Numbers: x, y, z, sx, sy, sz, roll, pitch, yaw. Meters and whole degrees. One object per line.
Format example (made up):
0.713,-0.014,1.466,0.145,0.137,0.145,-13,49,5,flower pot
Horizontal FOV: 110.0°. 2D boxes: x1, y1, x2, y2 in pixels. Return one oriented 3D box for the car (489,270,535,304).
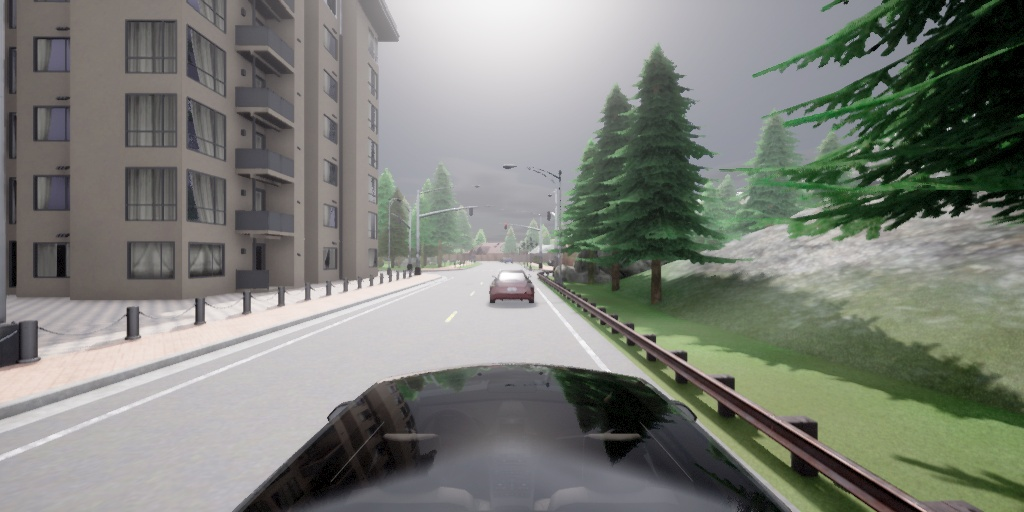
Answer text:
0.000,1.320,16.500,1.994,1.385,4.181,0,0,0,car
